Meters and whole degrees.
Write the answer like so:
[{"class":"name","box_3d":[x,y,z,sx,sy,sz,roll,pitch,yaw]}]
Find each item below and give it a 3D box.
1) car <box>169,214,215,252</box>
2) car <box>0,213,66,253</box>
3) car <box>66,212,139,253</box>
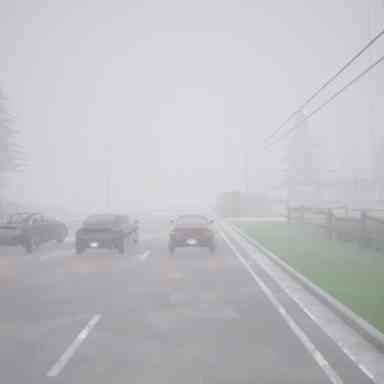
[{"class":"car","box_3d":[0.004,1.659,14.413,1.812,1.442,4.674,0,0,0]},{"class":"car","box_3d":[-6.997,1.625,14.306,2.128,1.511,4.902,0,0,0]},{"class":"car","box_3d":[-3.497,1.640,14.323,1.837,1.490,4.892,0,0,0]}]
